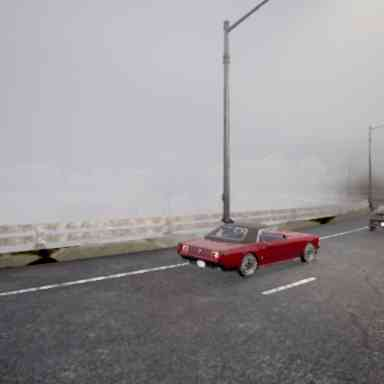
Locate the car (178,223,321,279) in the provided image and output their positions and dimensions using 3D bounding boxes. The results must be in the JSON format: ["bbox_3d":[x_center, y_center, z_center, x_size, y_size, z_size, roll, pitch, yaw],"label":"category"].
[{"bbox_3d":[1.959,1.611,10.178,4.718,1.301,1.895,0,0,-39],"label":"car"}]

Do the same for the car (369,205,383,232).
[{"bbox_3d":[11.911,1.518,19.558,1.837,1.490,4.892,0,-1,42],"label":"car"}]
